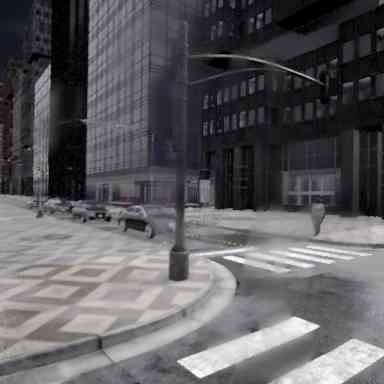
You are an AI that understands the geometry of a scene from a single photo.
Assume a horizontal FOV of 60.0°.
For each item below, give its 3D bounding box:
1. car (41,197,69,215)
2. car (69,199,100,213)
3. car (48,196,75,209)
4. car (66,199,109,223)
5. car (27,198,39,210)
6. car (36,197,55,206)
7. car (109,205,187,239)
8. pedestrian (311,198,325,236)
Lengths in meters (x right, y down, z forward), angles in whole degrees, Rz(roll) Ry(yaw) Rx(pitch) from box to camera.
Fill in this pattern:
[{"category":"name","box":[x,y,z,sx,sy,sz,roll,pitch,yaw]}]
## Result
[{"category":"car","box":[-13.212,1.403,32.648,1.812,1.442,4.674,1,-1,-35]},{"category":"car","box":[-11.672,1.495,35.968,1.994,1.385,4.181,1,-1,-35]},{"category":"car","box":[-17.383,1.383,44.040,2.128,1.511,4.902,1,-1,-36]},{"category":"car","box":[-7.441,1.467,24.504,1.994,1.385,4.181,1,-1,-36]},{"category":"car","box":[-18.963,1.402,40.823,1.994,1.385,4.181,1,0,-34]},{"category":"car","box":[-22.776,1.442,51.619,1.895,1.301,4.718,1,0,-35]},{"category":"car","box":[-2.132,1.414,17.014,2.128,1.511,4.902,1,-1,-36]},{"category":"pedestrian","box":[6.106,1.194,16.204,0.375,1.860,0.375,2,-1,-35]}]
